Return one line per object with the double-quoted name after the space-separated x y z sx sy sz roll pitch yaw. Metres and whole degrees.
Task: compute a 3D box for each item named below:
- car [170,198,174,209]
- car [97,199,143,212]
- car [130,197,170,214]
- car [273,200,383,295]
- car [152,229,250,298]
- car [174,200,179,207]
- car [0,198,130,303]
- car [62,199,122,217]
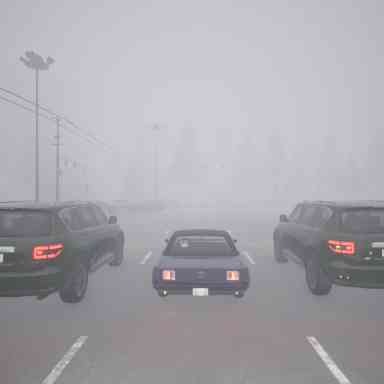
-5.114 1.494 41.253 4.902 1.511 2.128 0 0 2 "car"
-8.137 1.507 37.833 4.892 1.490 1.837 0 0 2 "car"
-5.126 1.493 34.249 4.902 1.511 2.128 0 0 2 "car"
3.729 1.222 8.825 2.150 2.045 5.566 0 0 1 "car"
0.223 1.601 8.514 1.895 1.301 4.718 0 0 1 "car"
-4.177 1.507 44.729 4.892 1.490 1.837 0 0 2 "car"
-3.284 1.222 8.355 2.150 2.045 5.566 0 0 1 "car"
-9.166 1.479 30.858 5.008 1.535 1.882 0 0 2 "car"
